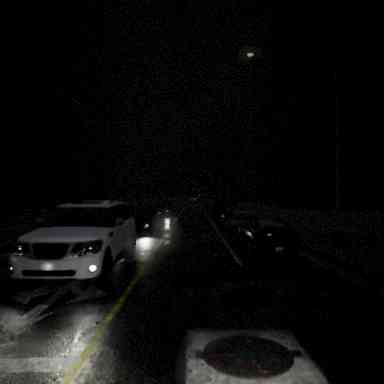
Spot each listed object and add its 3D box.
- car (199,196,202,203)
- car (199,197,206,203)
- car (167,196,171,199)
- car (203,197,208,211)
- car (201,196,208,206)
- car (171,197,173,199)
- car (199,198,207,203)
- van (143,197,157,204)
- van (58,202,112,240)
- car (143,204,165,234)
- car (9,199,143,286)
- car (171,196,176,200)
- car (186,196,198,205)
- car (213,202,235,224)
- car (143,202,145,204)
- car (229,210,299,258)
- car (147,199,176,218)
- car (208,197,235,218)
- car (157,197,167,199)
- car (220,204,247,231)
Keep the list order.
[{"bbox_3d":[2.935,1.935,67.940,1.967,1.590,4.097,0,0,0],"label":"car"},{"bbox_3d":[3.009,2.275,95.503,2.008,1.369,4.403,0,0,0],"label":"car"},{"bbox_3d":[-5.605,1.822,62.444,2.192,1.841,5.009,0,0,0],"label":"car"},{"bbox_3d":[2.877,1.843,46.057,1.752,1.417,4.829,0,0,0],"label":"car"},{"bbox_3d":[2.891,1.801,51.401,1.967,1.590,4.097,0,0,0],"label":"car"},{"bbox_3d":[-5.589,2.117,67.954,1.947,1.339,4.313,0,0,0],"label":"car"},{"bbox_3d":[2.994,2.244,89.990,1.947,1.339,4.313,0,0,0],"label":"car"},{"bbox_3d":[-5.664,1.669,40.394,1.690,1.788,3.998,0,0,0],"label":"van"},{"bbox_3d":[-5.723,1.492,18.344,1.690,1.788,3.998,0,0,0],"label":"van"},{"bbox_3d":[-3.045,1.696,20.305,2.033,1.411,5.357,0,0,0],"label":"car"},{"bbox_3d":[-3.083,1.288,9.965,2.150,2.045,5.566,0,0,1],"label":"car"},{"bbox_3d":[-5.561,1.958,78.981,2.192,1.841,5.009,0,0,0],"label":"car"},{"bbox_3d":[0.191,2.161,74.893,1.895,1.301,4.718,0,0,0],"label":"car"},{"bbox_3d":[2.818,1.689,23.835,2.008,1.369,4.403,0,0,0],"label":"car"},{"bbox_3d":[-5.692,1.805,29.367,1.947,1.339,4.313,0,0,0],"label":"car"},{"bbox_3d":[2.789,1.601,12.810,2.008,1.369,4.403,0,0,0],"label":"car"},{"bbox_3d":[-2.986,1.760,33.480,1.837,1.490,4.892,0,-1,1],"label":"car"},{"bbox_3d":[2.832,1.498,29.350,2.192,1.841,5.009,0,0,0],"label":"car"},{"bbox_3d":[-5.635,1.732,51.419,2.192,1.841,5.009,0,0,0],"label":"car"},{"bbox_3d":[2.804,1.621,18.493,1.752,1.417,4.829,0,0,0],"label":"car"}]
